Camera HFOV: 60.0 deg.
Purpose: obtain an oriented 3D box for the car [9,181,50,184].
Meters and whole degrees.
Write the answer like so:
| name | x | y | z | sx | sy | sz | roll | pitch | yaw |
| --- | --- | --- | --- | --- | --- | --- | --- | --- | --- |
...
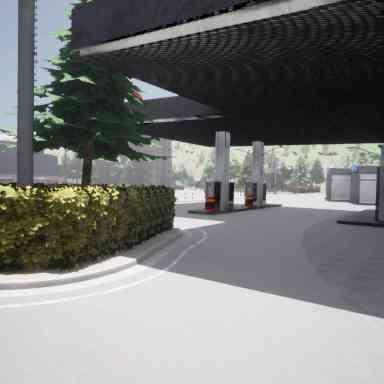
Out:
| name | x | y | z | sx | sy | sz | roll | pitch | yaw |
| --- | --- | --- | --- | --- | --- | --- | --- | --- | --- |
| car | -17.290 | -0.178 | 35.168 | 3.866 | 1.878 | 1.905 | 2 | 2 | 35 |

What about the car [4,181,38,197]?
| name | x | y | z | sx | sy | sz | roll | pitch | yaw |
| --- | --- | --- | --- | --- | --- | --- | --- | --- | --- |
| car | -21.836 | -0.463 | 42.376 | 4.605 | 1.855 | 1.932 | 2 | 2 | 35 |

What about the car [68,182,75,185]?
| name | x | y | z | sx | sy | sz | roll | pitch | yaw |
| --- | --- | --- | --- | --- | --- | --- | --- | --- | --- |
| car | -25.562 | -1.284 | 68.009 | 4.605 | 1.855 | 1.932 | 2 | 2 | 35 |

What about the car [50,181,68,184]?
| name | x | y | z | sx | sy | sz | roll | pitch | yaw |
| --- | --- | --- | --- | --- | --- | --- | --- | --- | --- |
| car | -26.895 | -1.257 | 65.394 | 3.866 | 1.878 | 1.905 | 2 | 2 | 35 |
